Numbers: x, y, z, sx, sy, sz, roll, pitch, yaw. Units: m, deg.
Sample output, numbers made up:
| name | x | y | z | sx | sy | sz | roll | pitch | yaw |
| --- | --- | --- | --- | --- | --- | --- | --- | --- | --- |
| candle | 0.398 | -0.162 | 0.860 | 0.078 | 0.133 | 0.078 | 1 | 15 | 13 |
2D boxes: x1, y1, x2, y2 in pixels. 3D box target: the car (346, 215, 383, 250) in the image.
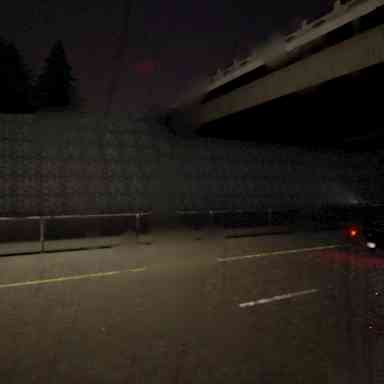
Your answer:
| name | x | y | z | sx | sy | sz | roll | pitch | yaw |
| --- | --- | --- | --- | --- | --- | --- | --- | --- | --- |
| car | 7.947 | 1.483 | 12.176 | 4.718 | 1.301 | 1.895 | 0 | 1 | -29 |
